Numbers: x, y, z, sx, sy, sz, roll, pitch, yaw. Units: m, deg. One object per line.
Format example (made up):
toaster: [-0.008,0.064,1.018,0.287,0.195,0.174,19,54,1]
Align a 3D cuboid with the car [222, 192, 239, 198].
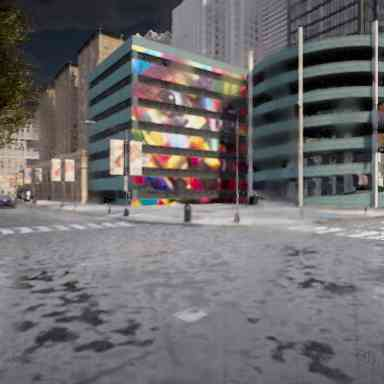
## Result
car: [9.273,1.036,82.644,2.435,2.045,5.566,0,0,-36]

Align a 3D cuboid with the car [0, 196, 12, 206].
car: [-30.039,1.359,52.847,2.097,1.767,4.553,0,0,-37]

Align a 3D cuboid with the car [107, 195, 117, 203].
car: [-14.907,1.421,64.715,2.161,1.482,4.786,0,0,-36]

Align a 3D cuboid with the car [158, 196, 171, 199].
car: [-4.435,1.326,57.224,2.002,1.452,4.674,0,0,-36]

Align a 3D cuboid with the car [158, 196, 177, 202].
car: [-5.251,1.470,71.157,1.895,1.301,4.718,0,0,-36]
